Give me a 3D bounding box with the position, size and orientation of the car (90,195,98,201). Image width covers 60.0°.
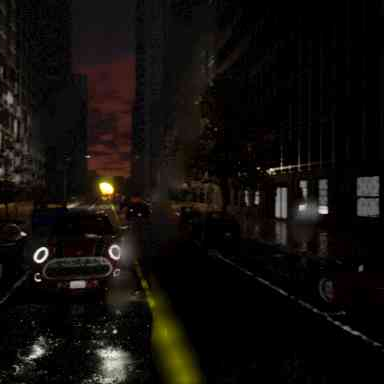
[{"bbox_3d":[-25.460,1.551,86.203,1.887,1.381,4.507,1,0,-14],"label":"car"}]

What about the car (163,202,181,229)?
[{"bbox_3d":[-0.396,1.621,22.100,2.008,1.369,4.403,1,0,-14],"label":"car"}]

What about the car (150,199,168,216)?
[{"bbox_3d":[-3.220,1.517,33.129,1.967,1.590,4.097,1,0,-14],"label":"car"}]

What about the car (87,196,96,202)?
[{"bbox_3d":[-22.637,1.597,75.174,1.802,1.307,4.206,1,0,-14],"label":"car"}]

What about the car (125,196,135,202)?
[{"bbox_3d":[-14.516,1.641,77.245,1.947,1.339,4.313,1,0,-14],"label":"car"}]

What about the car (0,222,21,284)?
[{"bbox_3d":[-5.692,1.547,8.995,2.008,1.369,4.403,0,0,-14],"label":"car"}]

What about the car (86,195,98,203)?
[{"bbox_3d":[-21.224,1.564,69.658,1.887,1.381,4.507,1,0,-14],"label":"car"}]

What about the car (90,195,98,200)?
[{"bbox_3d":[-26.873,1.567,91.718,1.947,1.339,4.313,1,0,-14],"label":"car"}]

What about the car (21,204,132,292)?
[{"bbox_3d":[-2.969,1.366,9.190,2.097,1.767,4.553,0,0,-15],"label":"car"}]

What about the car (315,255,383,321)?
[{"bbox_3d":[3.839,1.628,5.556,1.802,1.307,4.206,0,0,-14],"label":"car"}]

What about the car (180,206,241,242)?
[{"bbox_3d":[1.016,1.615,16.585,2.008,1.369,4.403,0,0,-14],"label":"car"}]

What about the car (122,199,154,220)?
[{"bbox_3d":[-4.670,1.582,28.257,1.812,1.442,4.674,0,0,-14],"label":"car"}]

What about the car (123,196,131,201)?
[{"bbox_3d":[-17.340,1.633,88.274,1.947,1.339,4.313,1,0,-14],"label":"car"}]

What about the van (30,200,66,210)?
[{"bbox_3d":[-8.514,1.351,20.026,1.690,1.788,3.998,0,0,-14],"label":"van"}]

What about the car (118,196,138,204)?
[{"bbox_3d":[-8.374,1.567,42.719,1.837,1.490,4.892,0,0,-14],"label":"car"}]
